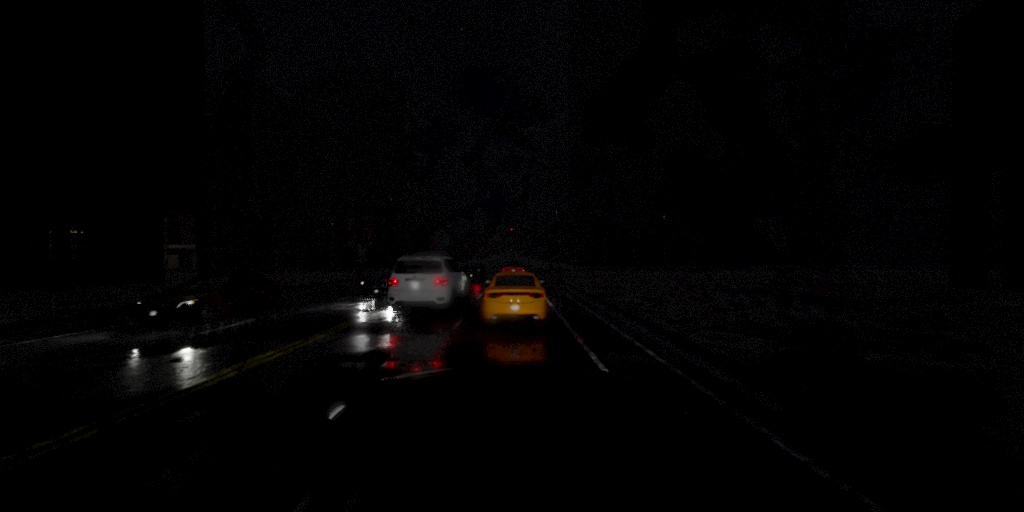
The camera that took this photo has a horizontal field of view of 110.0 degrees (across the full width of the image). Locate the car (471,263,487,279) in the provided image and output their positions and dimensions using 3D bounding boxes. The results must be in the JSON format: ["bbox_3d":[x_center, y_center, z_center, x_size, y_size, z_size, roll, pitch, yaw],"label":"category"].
[{"bbox_3d":[-3.132,1.323,30.091,2.128,1.511,4.902,0,0,0],"label":"car"}]

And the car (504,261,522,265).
[{"bbox_3d":[0.117,1.185,30.008,2.097,1.767,4.553,0,0,0],"label":"car"}]

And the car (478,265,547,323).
[{"bbox_3d":[0.098,1.255,12.282,1.882,1.535,5.008,0,0,0],"label":"car"}]

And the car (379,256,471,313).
[{"bbox_3d":[-3.140,1.007,14.351,2.150,2.045,5.566,0,0,0],"label":"car"}]

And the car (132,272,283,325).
[{"bbox_3d":[-9.842,1.304,12.165,1.812,1.442,4.674,0,0,0],"label":"car"}]

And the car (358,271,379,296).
[{"bbox_3d":[-6.584,1.401,19.648,1.895,1.301,4.718,0,0,0],"label":"car"}]
